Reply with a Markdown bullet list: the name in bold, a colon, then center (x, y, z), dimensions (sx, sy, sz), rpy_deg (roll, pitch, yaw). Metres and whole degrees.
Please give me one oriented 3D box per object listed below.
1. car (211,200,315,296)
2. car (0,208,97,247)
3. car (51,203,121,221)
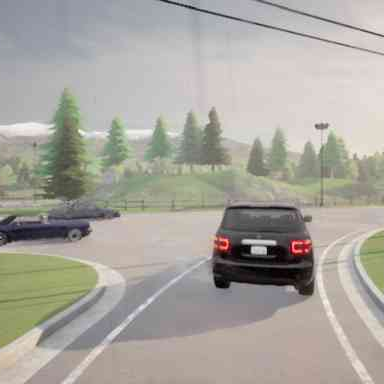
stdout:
- **car**: center (2.025, 1.217, 8.999), dimensions (2.150, 2.045, 5.566), rpy_deg (0, 0, 16)
- **car**: center (-6.947, 1.595, 14.803), dimensions (4.718, 1.301, 1.895), rpy_deg (0, 0, -27)
- **car**: center (-8.363, 1.537, 25.833), dimensions (5.357, 1.411, 2.033), rpy_deg (0, 0, -27)
